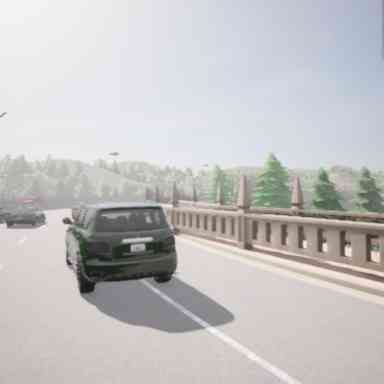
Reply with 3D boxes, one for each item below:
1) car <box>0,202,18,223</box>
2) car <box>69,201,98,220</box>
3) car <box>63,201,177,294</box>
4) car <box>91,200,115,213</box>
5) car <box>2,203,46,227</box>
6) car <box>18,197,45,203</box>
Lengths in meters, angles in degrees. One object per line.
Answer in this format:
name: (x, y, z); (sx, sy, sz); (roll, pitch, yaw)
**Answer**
car: (-16.769, 1.885, 28.556); (1.994, 1.385, 4.181); (-1, 0, -11)
car: (-10.336, 1.693, 32.024); (1.882, 1.535, 5.008); (-1, 0, -9)
car: (-2.275, 1.278, 9.377); (2.150, 2.045, 5.566); (-1, 0, -25)
car: (-11.338, 1.809, 42.437); (1.994, 1.385, 4.181); (-1, 0, -1)
car: (-12.519, 1.806, 25.321); (1.994, 1.385, 4.181); (-1, 0, -13)
car: (-25.263, 1.764, 52.329); (2.150, 2.045, 5.566); (-1, -1, 4)
